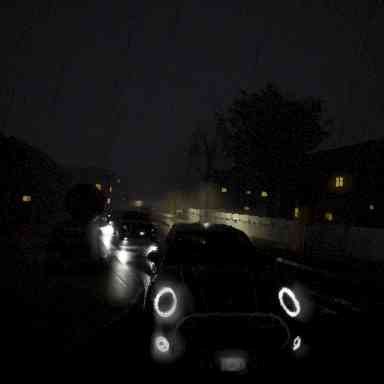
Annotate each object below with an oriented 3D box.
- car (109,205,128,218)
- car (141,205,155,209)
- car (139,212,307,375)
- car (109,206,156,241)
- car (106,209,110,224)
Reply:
[{"bbox_3d":[-8.909,2.353,40.578,1.895,1.301,4.718,4,-2,-9],"label":"car"},{"bbox_3d":[-6.961,2.747,48.986,1.994,1.385,4.181,4,-2,-5],"label":"car"},{"bbox_3d":[0.310,1.411,6.052,2.097,1.767,4.553,1,-1,-5],"label":"car"},{"bbox_3d":[-3.169,1.779,18.193,1.837,1.490,4.892,5,-2,-19],"label":"car"},{"bbox_3d":[-6.467,2.072,28.930,1.895,1.301,4.718,5,-2,-14],"label":"car"}]
